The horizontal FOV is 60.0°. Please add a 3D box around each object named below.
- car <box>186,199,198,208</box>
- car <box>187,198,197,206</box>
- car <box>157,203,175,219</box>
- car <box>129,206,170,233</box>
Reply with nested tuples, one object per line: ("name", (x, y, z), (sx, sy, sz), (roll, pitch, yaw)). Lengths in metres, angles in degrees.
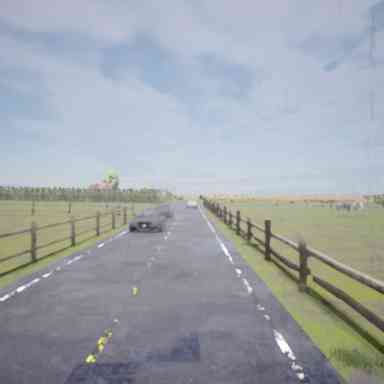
("car", (0.003, 2.217, 61.230), (1.812, 1.442, 4.674), (0, -1, 0))
("car", (0.000, 2.128, 71.490), (1.882, 1.535, 5.008), (0, -1, 0))
("car", (-2.791, 1.881, 33.460), (1.837, 1.490, 4.892), (0, -1, 1))
("car", (-2.789, 1.807, 21.526), (1.994, 1.385, 4.181), (0, -1, 1))
